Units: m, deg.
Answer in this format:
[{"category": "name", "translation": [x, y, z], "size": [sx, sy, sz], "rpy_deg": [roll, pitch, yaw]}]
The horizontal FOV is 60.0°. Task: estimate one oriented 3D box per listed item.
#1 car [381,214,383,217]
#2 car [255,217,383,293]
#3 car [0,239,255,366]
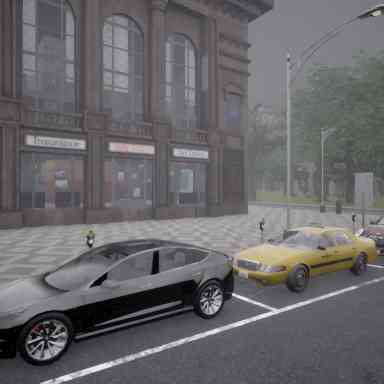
[{"category": "car", "translation": [7.676, 1.441, 12.144], "size": [4.097, 1.590, 1.967], "rpy_deg": [0, 0, -36]}, {"category": "car", "translation": [3.115, 1.526, 8.882], "size": [4.829, 1.417, 1.752], "rpy_deg": [0, 0, -36]}, {"category": "car", "translation": [-1.170, 1.566, 5.818], "size": [4.313, 1.339, 1.947], "rpy_deg": [0, 0, -36]}]
